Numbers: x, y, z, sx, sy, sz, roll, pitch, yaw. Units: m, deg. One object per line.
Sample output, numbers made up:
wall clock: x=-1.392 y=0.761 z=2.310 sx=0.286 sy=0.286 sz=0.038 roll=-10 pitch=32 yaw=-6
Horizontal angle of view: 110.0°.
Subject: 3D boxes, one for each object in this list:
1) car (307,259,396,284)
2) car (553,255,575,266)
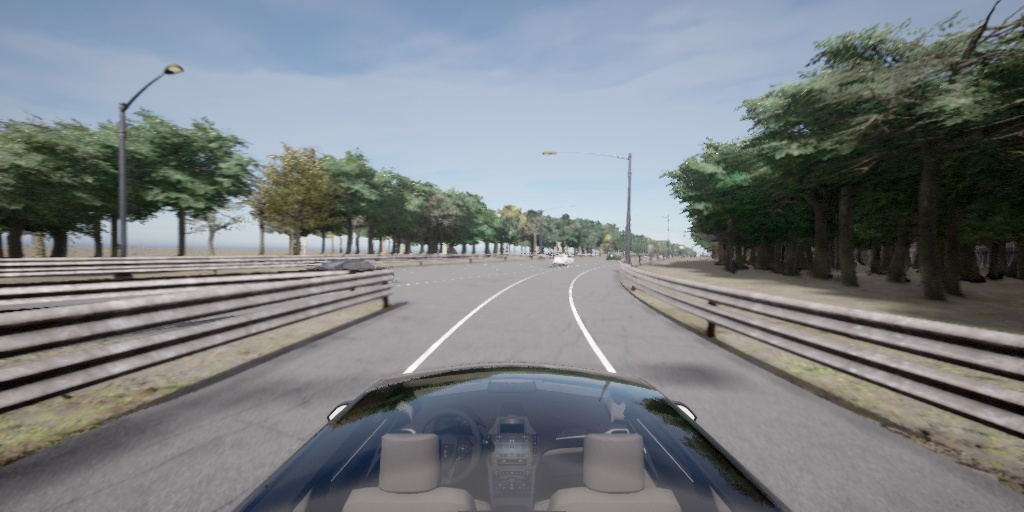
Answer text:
car: x=-8.766 y=0.911 z=19.956 sx=1.882 sy=1.535 sz=5.008 roll=1 pitch=1 yaw=29
car: x=7.085 y=0.540 z=49.068 sx=1.812 sy=1.442 sz=4.674 roll=2 pitch=1 yaw=29
